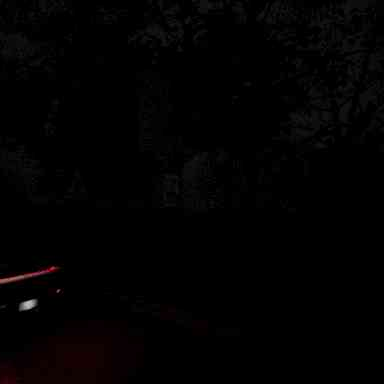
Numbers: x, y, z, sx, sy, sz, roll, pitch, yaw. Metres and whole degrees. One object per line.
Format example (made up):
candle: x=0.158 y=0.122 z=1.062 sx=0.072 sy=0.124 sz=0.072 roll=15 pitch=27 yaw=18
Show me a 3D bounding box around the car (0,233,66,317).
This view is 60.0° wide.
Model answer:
car: x=-4.529 y=1.565 z=6.610 sx=4.902 sy=1.511 sz=2.128 roll=-1 pitch=0 yaw=36
